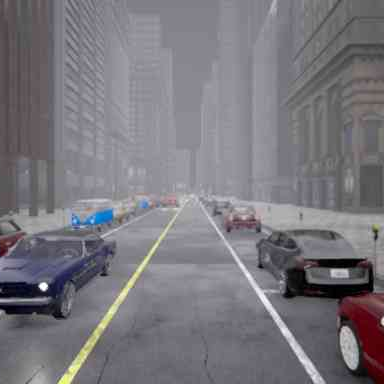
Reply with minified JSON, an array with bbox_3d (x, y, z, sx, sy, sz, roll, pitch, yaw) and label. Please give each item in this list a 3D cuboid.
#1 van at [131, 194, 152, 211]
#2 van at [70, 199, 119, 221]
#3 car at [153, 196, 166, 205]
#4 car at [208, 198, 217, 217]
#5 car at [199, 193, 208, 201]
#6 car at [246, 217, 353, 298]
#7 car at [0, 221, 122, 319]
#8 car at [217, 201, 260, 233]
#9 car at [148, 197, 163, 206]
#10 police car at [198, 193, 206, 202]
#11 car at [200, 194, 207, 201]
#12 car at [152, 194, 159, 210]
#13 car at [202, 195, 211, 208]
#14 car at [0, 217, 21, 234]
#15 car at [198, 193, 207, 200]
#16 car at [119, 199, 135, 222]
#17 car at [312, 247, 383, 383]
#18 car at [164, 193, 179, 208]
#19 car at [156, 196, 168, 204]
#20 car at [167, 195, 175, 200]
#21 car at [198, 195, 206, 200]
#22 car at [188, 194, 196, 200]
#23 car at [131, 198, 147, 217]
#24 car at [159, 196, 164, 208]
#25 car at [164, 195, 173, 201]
[{"bbox_3d":[-5.756,1.296,36.477,1.690,1.788,3.998,0,0,0],"label":"van"},{"bbox_3d":[-5.760,1.315,19.567,1.690,1.788,3.998,0,0,0],"label":"van"},{"bbox_3d":[-5.750,1.501,59.024,1.947,1.339,4.313,0,0,0],"label":"car"},{"bbox_3d":[2.768,1.527,30.845,1.947,1.339,4.313,0,0,0],"label":"car"},{"bbox_3d":[2.779,1.239,81.571,2.192,1.841,5.009,0,0,0],"label":"car"},{"bbox_3d":[2.763,1.555,8.301,1.947,1.339,4.313,0,0,0],"label":"car"},{"bbox_3d":[-3.099,1.590,7.461,1.895,1.301,4.718,0,0,0],"label":"car"},{"bbox_3d":[2.765,1.414,19.572,1.967,1.590,4.097,0,0,0],"label":"car"},{"bbox_3d":[-5.751,1.506,53.387,1.947,1.339,4.313,0,0,0],"label":"car"},{"bbox_3d":[2.385,1.352,71.663,1.930,1.638,5.238,0,0,0],"label":"police car"},{"bbox_3d":[2.775,1.517,59.027,1.802,1.307,4.206,0,0,0],"label":"car"},{"bbox_3d":[-5.755,1.390,42.113,1.967,1.590,4.097,0,0,0],"label":"car"},{"bbox_3d":[2.772,1.527,47.755,1.802,1.307,4.206,0,0,0],"label":"car"},{"bbox_3d":[-5.763,1.429,8.294,1.967,1.590,4.097,0,0,0],"label":"car"},{"bbox_3d":[2.781,1.238,87.208,2.192,1.841,5.009,0,0,0],"label":"car"},{"bbox_3d":[-5.758,1.492,25.034,1.752,1.417,4.829,0,0,0],"label":"car"},{"bbox_3d":[2.761,1.541,2.664,1.887,1.381,4.507,0,0,0],"label":"car"},{"bbox_3d":[-3.070,1.166,48.396,2.150,2.045,5.566,0,0,0],"label":"car"},{"bbox_3d":[-5.749,1.482,64.660,2.008,1.369,4.403,0,0,0],"label":"car"},{"bbox_3d":[-5.742,1.489,92.844,1.947,1.339,4.313,0,0,0],"label":"car"},{"bbox_3d":[2.783,1.489,92.844,1.947,1.339,4.313,0,0,0],"label":"car"},{"bbox_3d":[0.024,1.309,90.573,1.812,1.442,4.674,0,0,0],"label":"car"},{"bbox_3d":[-5.757,1.511,30.840,2.008,1.369,4.403,0,0,0],"label":"car"},{"bbox_3d":[-5.754,1.260,47.750,2.192,1.841,5.009,0,0,0],"label":"car"},{"bbox_3d":[-5.745,1.449,81.400,1.752,1.417,4.829,0,0,0],"label":"car"}]
